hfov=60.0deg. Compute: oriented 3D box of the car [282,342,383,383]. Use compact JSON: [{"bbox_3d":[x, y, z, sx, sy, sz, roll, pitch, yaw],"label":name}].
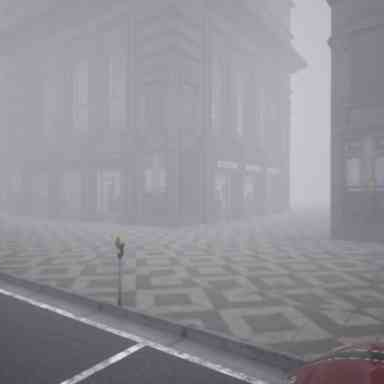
[{"bbox_3d":[2.200,1.440,1.389,4.097,1.590,1.967,0,0,36],"label":"car"}]
